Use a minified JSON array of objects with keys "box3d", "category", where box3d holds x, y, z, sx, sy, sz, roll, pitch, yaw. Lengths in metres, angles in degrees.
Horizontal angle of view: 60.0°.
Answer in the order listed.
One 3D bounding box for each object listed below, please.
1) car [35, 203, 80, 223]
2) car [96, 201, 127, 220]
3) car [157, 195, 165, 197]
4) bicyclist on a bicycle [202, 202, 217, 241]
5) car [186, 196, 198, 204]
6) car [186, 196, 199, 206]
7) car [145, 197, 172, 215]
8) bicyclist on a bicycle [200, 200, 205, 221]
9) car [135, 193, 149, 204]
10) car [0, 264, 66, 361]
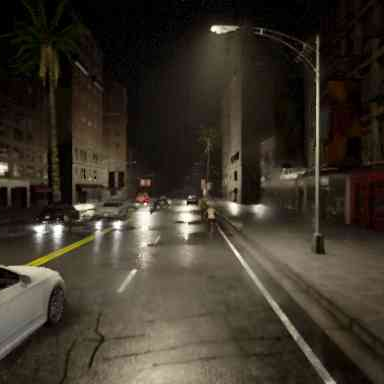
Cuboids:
[{"box3d":[-9.846,1.528,24.624,1.994,1.385,4.181,0,0,0],"category":"car"},{"box3d":[-6.592,1.488,27.735,1.812,1.442,4.674,0,0,0],"category":"car"},{"box3d":[-6.503,1.374,68.994,1.837,1.490,4.892,0,0,0],"category":"car"},{"box3d":[0.893,1.426,15.567,0.582,1.620,1.656,0,0,0],"category":"bicyclist on a bicycle"},{"box3d":[-0.001,1.490,65.096,2.128,1.511,4.902,0,0,0],"category":"car"},{"box3d":[0.069,1.472,52.802,2.128,1.511,4.902,0,0,0],"category":"car"},{"box3d":[-3.152,1.510,33.753,2.033,1.411,5.357,0,0,0],"category":"car"},{"box3d":[0.893,1.417,25.040,0.582,1.620,1.656,0,0,0],"category":"bicyclist on a bicycle"},{"box3d":[-9.754,1.252,65.857,2.150,2.045,5.566,0,0,0],"category":"car"},{"box3d":[-3.150,1.518,4.010,1.812,1.442,4.674,0,0,0],"category":"car"}]
